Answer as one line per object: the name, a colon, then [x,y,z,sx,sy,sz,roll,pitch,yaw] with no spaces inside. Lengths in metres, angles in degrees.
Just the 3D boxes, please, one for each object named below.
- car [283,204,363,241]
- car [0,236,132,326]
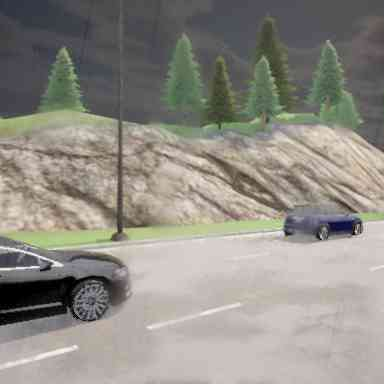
car: [6.846,1.411,17.239,4.553,1.767,2.097,0,0,-36]
car: [-3.446,1.492,5.593,4.902,1.511,2.128,0,0,-35]
